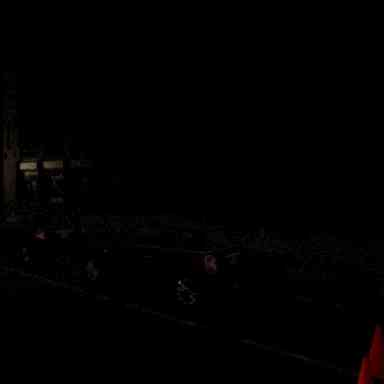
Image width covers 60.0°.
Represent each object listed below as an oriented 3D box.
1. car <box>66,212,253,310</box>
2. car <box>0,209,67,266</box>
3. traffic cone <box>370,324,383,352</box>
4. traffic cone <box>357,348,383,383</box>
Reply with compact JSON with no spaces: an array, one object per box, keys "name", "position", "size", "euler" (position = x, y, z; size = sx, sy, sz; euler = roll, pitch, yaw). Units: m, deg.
[{"name":"car","position":[-0.770,1.366,7.743],"size":[4.097,1.590,1.967],"euler":[1,0,35]},{"name":"car","position":[-5.364,1.276,11.009],"size":[4.097,1.590,1.967],"euler":[1,0,35]},{"name":"traffic cone","position":[2.320,1.956,4.155],"size":[0.340,0.580,0.340],"euler":[1,1,35]},{"name":"traffic cone","position":[1.740,1.954,3.340],"size":[0.340,0.580,0.340],"euler":[1,1,35]}]
